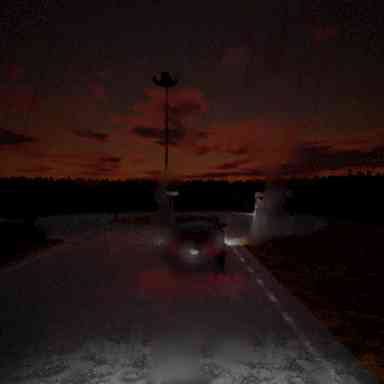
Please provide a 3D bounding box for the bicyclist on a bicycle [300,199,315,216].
[{"bbox_3d":[11.061,1.480,31.770,1.656,1.620,0.582,-1,0,-17],"label":"bicyclist on a bicycle"}]

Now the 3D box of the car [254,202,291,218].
[{"bbox_3d":[7.467,1.597,31.129,1.994,1.385,4.181,0,0,-14],"label":"car"}]

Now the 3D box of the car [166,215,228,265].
[{"bbox_3d":[0.257,1.540,11.720,1.812,1.442,4.674,0,0,5],"label":"car"}]
